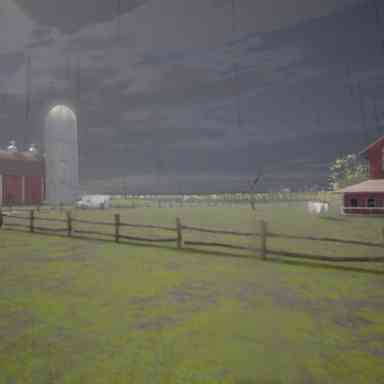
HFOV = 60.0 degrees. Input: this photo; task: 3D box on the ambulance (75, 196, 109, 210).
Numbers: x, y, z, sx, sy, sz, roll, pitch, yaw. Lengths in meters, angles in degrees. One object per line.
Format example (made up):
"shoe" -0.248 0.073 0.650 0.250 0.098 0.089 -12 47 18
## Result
"ambulance" -18.350 1.953 61.007 2.351 2.431 6.366 -1 -1 35
